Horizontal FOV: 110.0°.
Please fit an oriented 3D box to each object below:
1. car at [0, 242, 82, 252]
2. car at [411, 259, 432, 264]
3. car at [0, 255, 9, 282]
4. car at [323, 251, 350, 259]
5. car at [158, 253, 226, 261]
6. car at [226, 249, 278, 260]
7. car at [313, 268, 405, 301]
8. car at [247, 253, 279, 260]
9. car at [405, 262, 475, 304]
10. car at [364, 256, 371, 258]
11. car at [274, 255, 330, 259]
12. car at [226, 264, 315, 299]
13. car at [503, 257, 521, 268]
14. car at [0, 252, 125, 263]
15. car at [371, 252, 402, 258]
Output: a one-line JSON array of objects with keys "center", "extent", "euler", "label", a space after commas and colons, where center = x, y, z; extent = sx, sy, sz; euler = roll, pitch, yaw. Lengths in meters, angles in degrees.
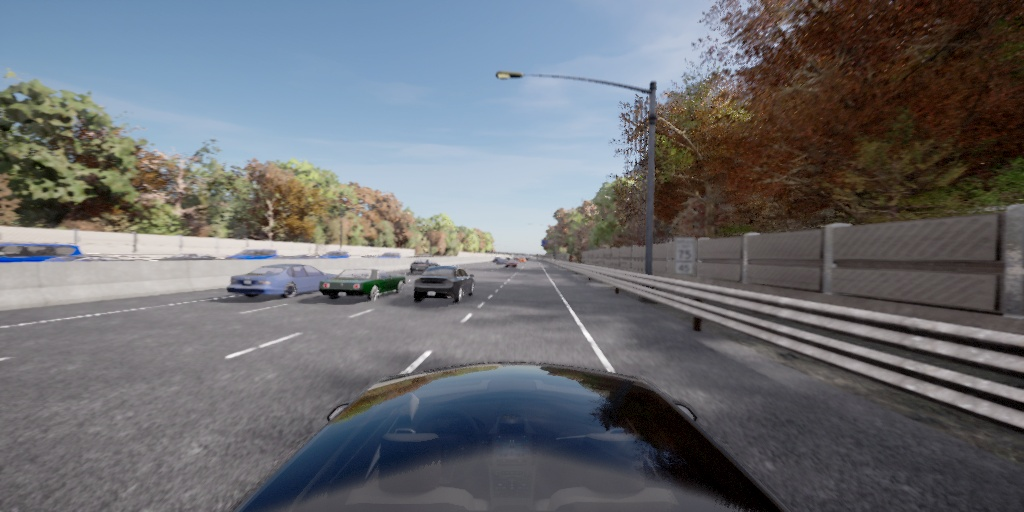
[{"center": [-23.931, 0.366, 16.928], "extent": [2.150, 2.045, 5.566], "euler": [1, 0, 4], "label": "car"}, {"center": [-8.631, 1.012, 35.661], "extent": [2.128, 1.511, 4.902], "euler": [1, 0, 4], "label": "car"}, {"center": [-27.455, 0.619, 16.736], "extent": [1.994, 1.385, 4.181], "euler": [1, 0, 4], "label": "car"}, {"center": [-25.192, 0.314, 50.883], "extent": [2.150, 2.045, 5.566], "euler": [1, 1, 4], "label": "car"}, {"center": [-29.892, 0.478, 33.196], "extent": [2.128, 1.511, 4.902], "euler": [1, 0, 4], "label": "car"}, {"center": [-26.149, 0.302, 36.343], "extent": [2.150, 2.045, 5.566], "euler": [1, 0, 4], "label": "car"}, {"center": [-6.386, 1.187, 16.007], "extent": [1.895, 1.301, 4.718], "euler": [1, 0, 4], "label": "car"}, {"center": [-22.730, 0.713, 35.325], "extent": [2.033, 1.411, 5.357], "euler": [1, 0, 4], "label": "car"}, {"center": [-2.879, 1.181, 15.941], "extent": [1.837, 1.490, 4.892], "euler": [1, 0, 4], "label": "car"}, {"center": [-21.479, 0.682, 54.093], "extent": [2.128, 1.511, 4.902], "euler": [1, 0, 4], "label": "car"}, {"center": [-19.374, 0.816, 33.303], "extent": [1.994, 1.385, 4.181], "euler": [1, 0, 4], "label": "car"}, {"center": [-9.882, 1.045, 16.106], "extent": [2.033, 1.411, 5.357], "euler": [1, 0, 4], "label": "car"}, {"center": [0.013, 1.328, 61.272], "extent": [1.895, 1.301, 4.718], "euler": [1, 0, 4], "label": "car"}, {"center": [-20.442, 0.723, 16.777], "extent": [2.128, 1.511, 4.902], "euler": [1, 0, 4], "label": "car"}, {"center": [-18.053, 0.492, 52.808], "extent": [2.150, 2.045, 5.566], "euler": [1, 0, 4], "label": "car"}]
